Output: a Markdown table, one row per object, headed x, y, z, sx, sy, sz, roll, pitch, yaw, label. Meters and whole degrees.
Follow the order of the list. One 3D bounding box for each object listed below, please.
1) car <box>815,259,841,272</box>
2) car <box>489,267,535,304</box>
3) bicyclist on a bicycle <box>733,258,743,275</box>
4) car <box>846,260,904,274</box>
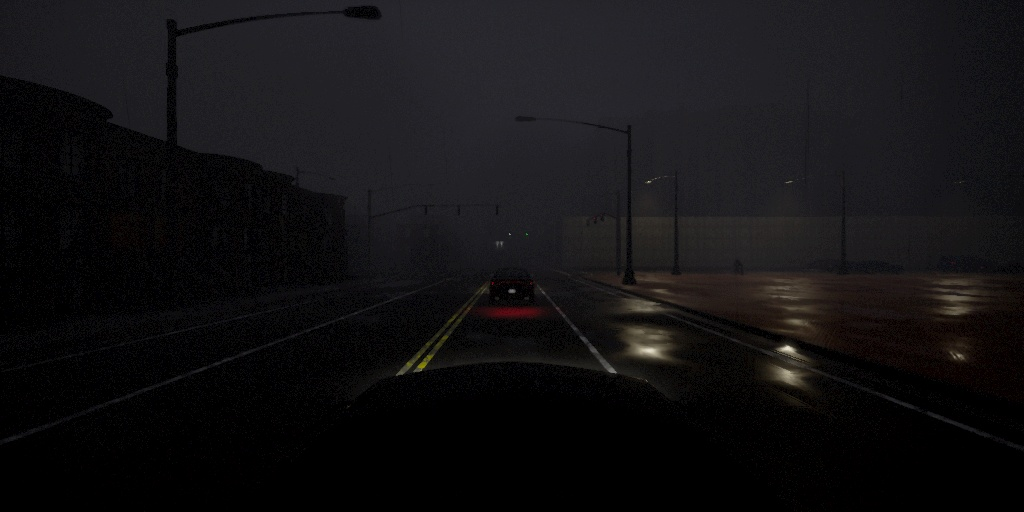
| x | y | z | sx | sy | sz | roll | pitch | yaw | label |
| --- | --- | --- | --- | --- | --- | --- | --- | --- | --- |
| 40.994 | 1.313 | 43.880 | 5.357 | 1.411 | 2.033 | 0 | 0 | 0 | car |
| 0.000 | 1.234 | 16.500 | 1.882 | 1.535 | 5.008 | 0 | 0 | 0 | car |
| 21.764 | 1.049 | 34.560 | 0.582 | 1.620 | 1.656 | 0 | 0 | 0 | bicyclist on a bicycle |
| 40.983 | 1.234 | 40.380 | 5.008 | 1.535 | 1.882 | 0 | 0 | 0 | car |
